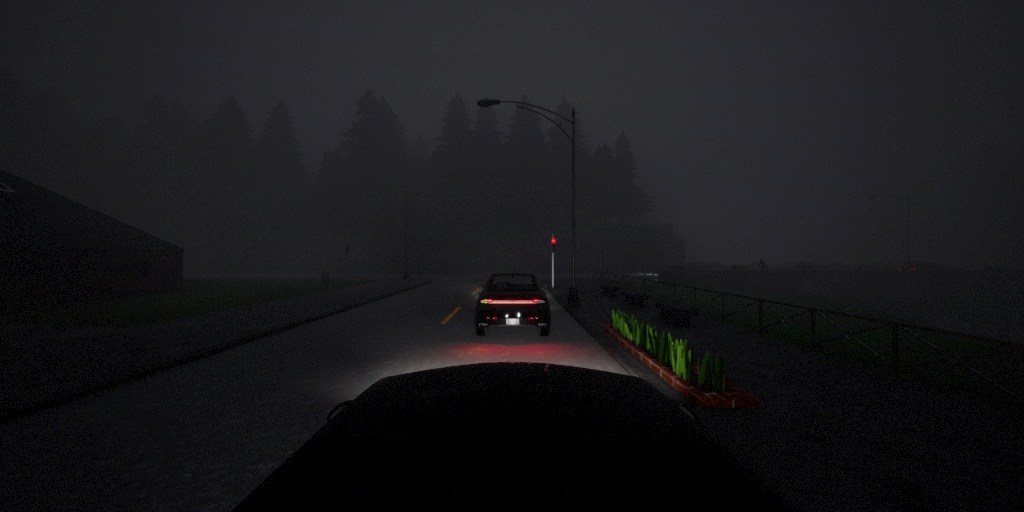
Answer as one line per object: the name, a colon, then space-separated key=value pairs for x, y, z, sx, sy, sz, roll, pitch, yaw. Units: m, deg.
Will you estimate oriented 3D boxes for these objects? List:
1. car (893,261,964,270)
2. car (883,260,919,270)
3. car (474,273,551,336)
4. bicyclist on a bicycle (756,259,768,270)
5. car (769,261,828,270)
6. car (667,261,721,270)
car: x=40.461 y=1.351 z=34.637 sx=4.718 sy=1.301 sz=1.895 roll=0 pitch=0 yaw=0
car: x=43.054 y=1.228 z=38.695 sx=5.008 sy=1.535 sz=1.882 roll=0 pitch=0 yaw=1
car: x=0.022 y=1.242 z=10.375 sx=2.128 sy=1.511 sz=4.902 roll=0 pitch=0 yaw=0
bicyclist on a bicycle: x=21.220 y=1.099 z=30.390 sx=0.582 sy=1.620 sz=1.656 roll=0 pitch=0 yaw=0
car: x=30.866 y=1.297 z=38.757 sx=5.357 sy=1.411 sz=2.033 roll=0 pitch=0 yaw=1
car: x=19.577 y=1.297 z=38.793 sx=5.357 sy=1.411 sz=2.033 roll=0 pitch=0 yaw=0
